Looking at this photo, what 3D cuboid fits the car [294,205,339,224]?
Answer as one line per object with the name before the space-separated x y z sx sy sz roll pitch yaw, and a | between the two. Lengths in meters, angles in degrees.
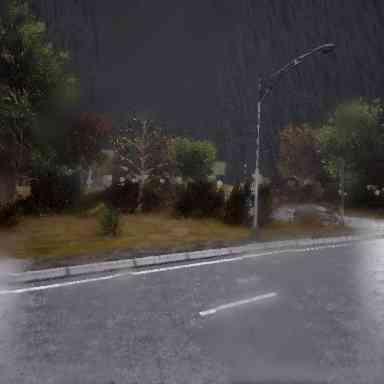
car | 12.372 2.099 33.190 2.097 1.767 4.553 3 -2 -22
